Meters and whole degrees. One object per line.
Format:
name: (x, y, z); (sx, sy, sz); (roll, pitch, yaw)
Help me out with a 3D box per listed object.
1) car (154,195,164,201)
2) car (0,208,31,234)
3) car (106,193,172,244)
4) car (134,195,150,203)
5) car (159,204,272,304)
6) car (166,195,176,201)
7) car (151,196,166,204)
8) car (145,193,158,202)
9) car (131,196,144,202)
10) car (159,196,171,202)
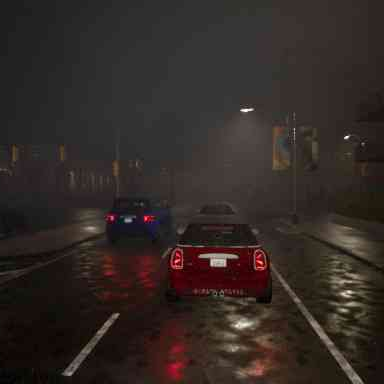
car: (-8.691, 1.557, 87.663); (1.994, 1.385, 4.181); (0, 0, 4)
car: (-10.366, 1.565, 17.472); (1.994, 1.385, 4.181); (0, 0, 5)
car: (-2.326, 1.222, 15.865); (2.150, 2.045, 5.566); (0, 0, 4)
car: (-10.141, 1.495, 67.948); (2.128, 1.511, 4.902); (0, 0, 4)
car: (0.647, 1.352, 8.388); (2.097, 1.767, 4.553); (0, 0, 4)
car: (-5.329, 1.529, 85.654); (1.812, 1.442, 4.674); (0, 0, 4)
car: (-6.734, 1.495, 66.761); (2.128, 1.511, 4.902); (0, 0, 5)
car: (-9.423, 1.229, 77.687); (2.150, 2.045, 5.566); (0, 0, 4)
car: (-12.674, 1.599, 77.789); (1.895, 1.301, 4.718); (0, 0, 4)
car: (-6.064, 1.557, 75.640); (1.994, 1.385, 4.181); (0, 0, 4)
